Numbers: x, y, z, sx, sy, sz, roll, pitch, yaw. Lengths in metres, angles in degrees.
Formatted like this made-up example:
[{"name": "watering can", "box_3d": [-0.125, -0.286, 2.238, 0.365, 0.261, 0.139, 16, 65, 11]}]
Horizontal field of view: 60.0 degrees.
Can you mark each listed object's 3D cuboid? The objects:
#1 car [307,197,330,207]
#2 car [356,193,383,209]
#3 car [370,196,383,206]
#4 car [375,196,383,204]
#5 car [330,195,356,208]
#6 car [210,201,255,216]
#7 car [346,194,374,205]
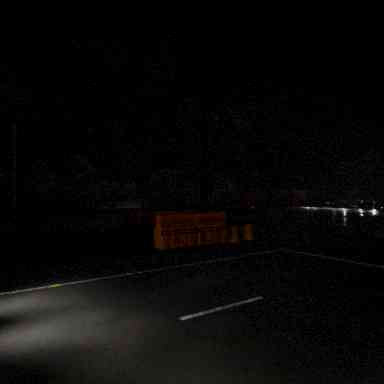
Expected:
[{"name": "car", "box_3d": [18.745, 1.383, 47.504, 5.357, 1.411, 2.033, 0, 0, -36]}, {"name": "car", "box_3d": [23.290, 1.185, 42.146, 4.553, 1.767, 2.097, 0, 0, -35]}, {"name": "car", "box_3d": [29.708, 1.335, 51.018, 5.357, 1.411, 2.033, 0, 0, -35]}, {"name": "car", "box_3d": [34.295, 1.352, 58.523, 4.718, 1.301, 1.895, 0, 0, -35]}, {"name": "car", "box_3d": [21.059, 1.360, 44.846, 4.674, 1.442, 1.812, 0, 0, -36]}, {"name": "car", "box_3d": [3.773, 1.497, 31.086, 4.181, 1.385, 1.994, 0, 0, 15]}, {"name": "car", "box_3d": [26.944, 1.143, 53.341, 4.553, 1.767, 2.097, 0, 0, -35]}]
